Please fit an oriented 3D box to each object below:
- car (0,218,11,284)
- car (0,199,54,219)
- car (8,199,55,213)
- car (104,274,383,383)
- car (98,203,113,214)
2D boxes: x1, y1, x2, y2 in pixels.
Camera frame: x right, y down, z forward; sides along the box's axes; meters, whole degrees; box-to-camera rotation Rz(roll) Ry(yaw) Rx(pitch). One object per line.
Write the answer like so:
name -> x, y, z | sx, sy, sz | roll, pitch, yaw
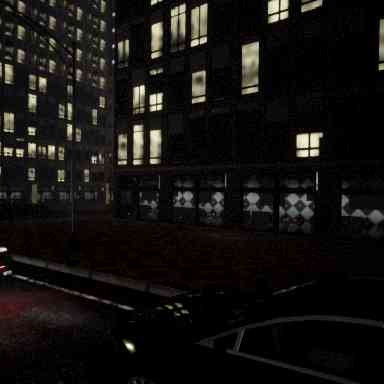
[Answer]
car -> -6.346, 1.487, 8.185 | 4.902, 1.511, 2.128 | 0, 0, 36
car -> -15.635, 1.519, 30.546 | 2.192, 1.841, 5.009 | 1, 0, 36
car -> -19.144, 1.642, 39.917 | 1.752, 1.417, 4.829 | 1, 0, 36
car -> 1.335, 1.491, 2.728 | 4.902, 1.511, 2.128 | 0, 0, 35
car -> -8.849, 1.830, 39.766 | 1.752, 1.417, 4.829 | 1, 0, 36
